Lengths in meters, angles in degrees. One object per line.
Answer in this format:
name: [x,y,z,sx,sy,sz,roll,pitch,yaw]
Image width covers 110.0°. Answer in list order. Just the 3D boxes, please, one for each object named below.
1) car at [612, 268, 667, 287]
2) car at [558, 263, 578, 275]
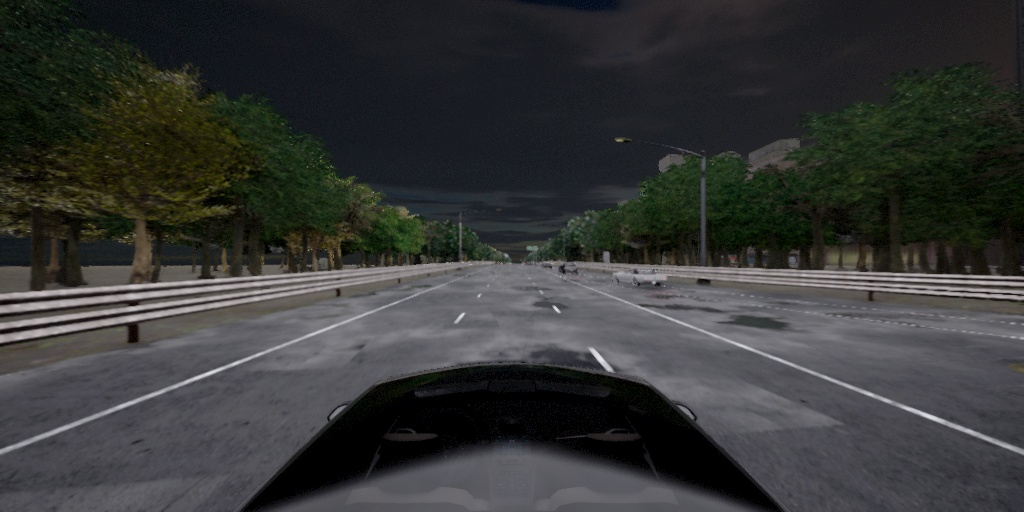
car: [9.281,1.553,26.620,1.895,1.301,4.718,0,0,-11]
car: [7.091,1.571,45.507,2.128,1.511,4.902,0,0,-1]
